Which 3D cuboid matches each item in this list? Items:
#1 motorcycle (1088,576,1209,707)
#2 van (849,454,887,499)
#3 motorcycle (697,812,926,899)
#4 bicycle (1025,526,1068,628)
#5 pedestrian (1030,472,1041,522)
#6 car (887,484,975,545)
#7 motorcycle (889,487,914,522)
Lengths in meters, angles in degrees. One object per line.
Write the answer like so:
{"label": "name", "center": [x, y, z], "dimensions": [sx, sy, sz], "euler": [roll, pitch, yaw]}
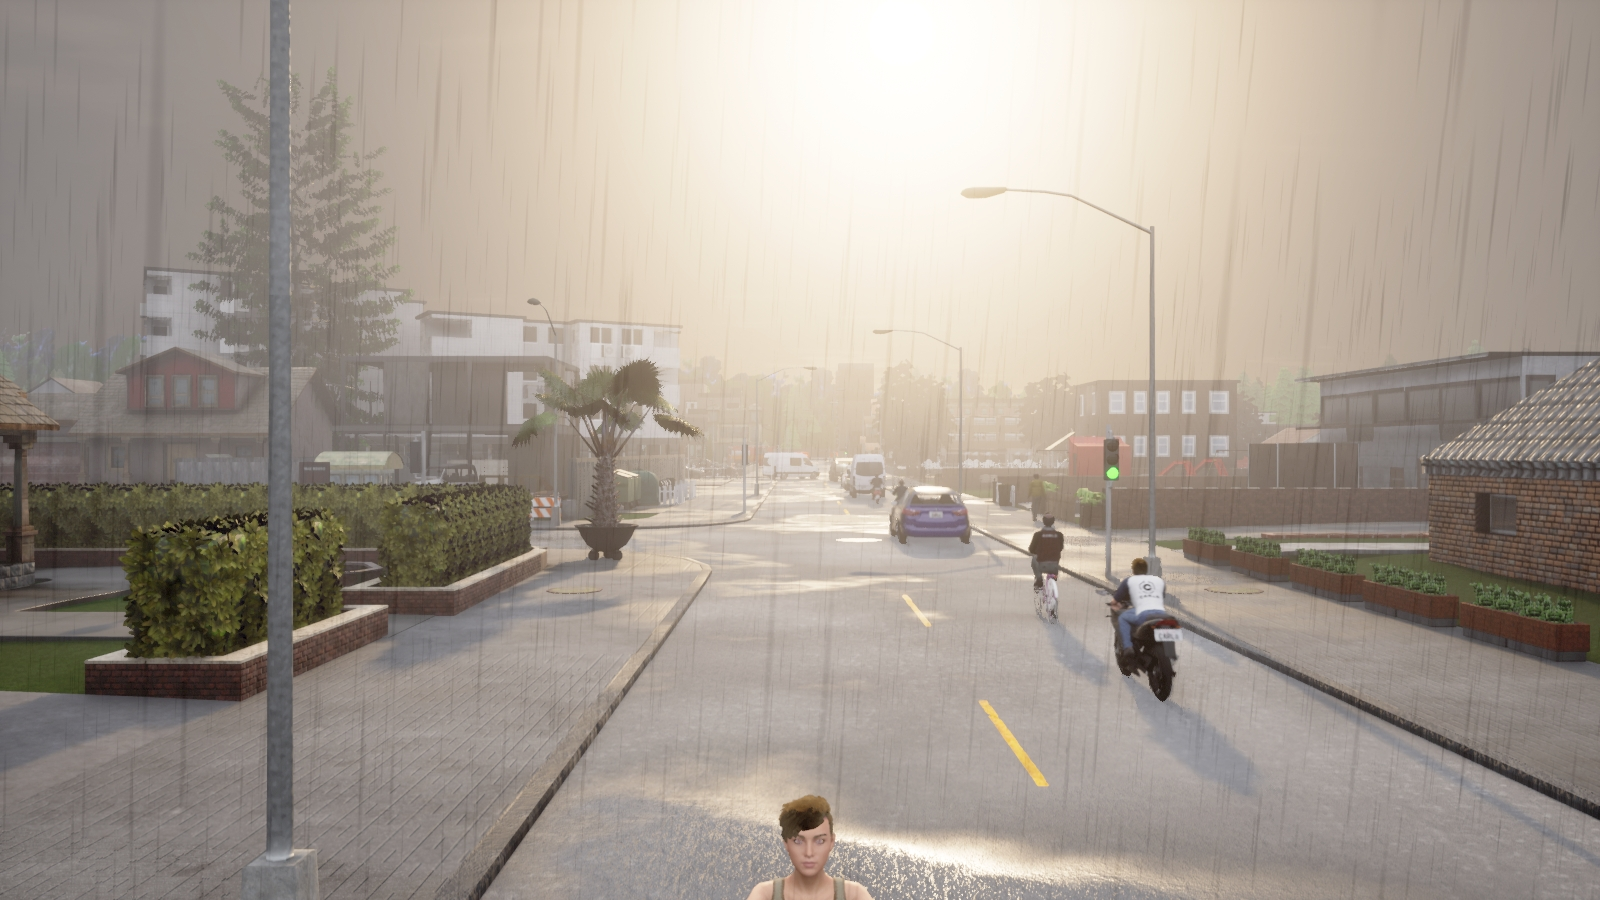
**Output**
{"label": "motorcycle", "center": [4.034, 2.186, 13.406], "dimensions": [0.803, 1.199, 2.033], "euler": [0, 0, 0]}
{"label": "van", "center": [4.032, 1.534, 68.676], "dimensions": [1.988, 2.561, 5.915], "euler": [0, 0, 0]}
{"label": "motorcycle", "center": [0.039, 2.155, 3.557], "dimensions": [0.764, 1.307, 2.356], "euler": [0, 0, 0]}
{"label": "bicycle", "center": [4.043, 2.060, 18.837], "dimensions": [0.329, 1.471, 1.835], "euler": [0, 0, 0]}
{"label": "pedestrian", "center": [8.817, 1.744, 42.710], "dimensions": [0.375, 1.860, 0.375], "euler": [0, 0, 8]}
{"label": "car", "center": [4.035, 1.968, 35.957], "dimensions": [2.242, 1.667, 4.611], "euler": [0, 0, 0]}
{"label": "motorcycle", "center": [4.031, 2.142, 45.534], "dimensions": [0.856, 1.316, 1.805], "euler": [0, 0, 0]}
